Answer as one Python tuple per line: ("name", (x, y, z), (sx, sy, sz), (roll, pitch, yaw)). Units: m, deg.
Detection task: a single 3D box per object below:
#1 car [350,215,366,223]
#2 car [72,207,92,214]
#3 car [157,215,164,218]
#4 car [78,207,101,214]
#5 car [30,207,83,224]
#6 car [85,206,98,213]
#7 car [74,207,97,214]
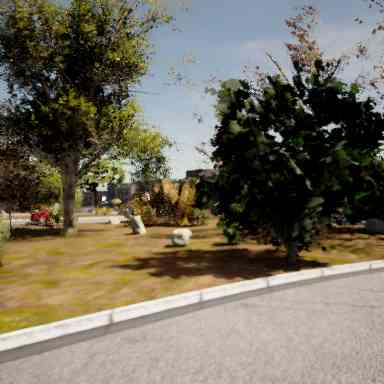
("car", (13.731, 1.414, 24.570), (5.566, 2.045, 2.435), (0, -1, -35))
("car", (-28.482, 4.791, 86.027), (4.674, 1.452, 2.002), (0, -3, -34))
("car", (-3.874, 2.627, 43.135), (4.892, 1.490, 1.837), (-6, 3, -27))
("car", (-24.876, 4.440, 80.724), (4.892, 1.521, 2.231), (0, -3, -34))
("car", (-14.971, 2.650, 36.429), (5.008, 1.535, 1.882), (1, -1, -34))
("car", (-23.039, 4.320, 78.014), (4.674, 1.452, 2.002), (0, -3, -34))
("car", (-26.722, 4.598, 83.422), (5.008, 1.535, 2.097), (0, -3, -34))
